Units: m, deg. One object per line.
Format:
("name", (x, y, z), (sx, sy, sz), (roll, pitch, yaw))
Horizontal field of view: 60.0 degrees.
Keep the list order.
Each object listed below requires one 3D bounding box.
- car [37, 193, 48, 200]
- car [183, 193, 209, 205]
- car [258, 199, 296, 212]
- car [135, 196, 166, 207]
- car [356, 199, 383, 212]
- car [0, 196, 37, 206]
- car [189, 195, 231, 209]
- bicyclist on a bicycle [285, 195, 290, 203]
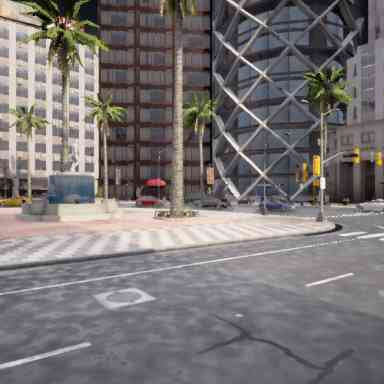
("car", (-25.627, 1.211, 58.711), (5.566, 2.045, 2.150), (-1, 0, -8))
("car", (0.434, 1.220, 55.756), (5.566, 2.045, 2.150), (0, 0, 25))
("car", (9.939, 1.524, 39.063), (1.812, 1.442, 4.674), (0, 0, -39))
("car", (-6.208, 1.351, 50.537), (4.553, 1.767, 2.097), (0, 0, 16))
("car", (20.658, 1.524, 36.897), (1.812, 1.442, 4.674), (0, 0, -36))
("car", (-28.765, 1.477, 54.458), (5.008, 1.535, 1.882), (0, 0, -14))
("car", (2.737, 1.546, 46.221), (5.357, 1.411, 2.033), (0, 0, 34))
("bicyclist on a bicycle", (15.720, 1.299, 54.592), (0.582, 1.620, 1.656), (0, 0, 42))
